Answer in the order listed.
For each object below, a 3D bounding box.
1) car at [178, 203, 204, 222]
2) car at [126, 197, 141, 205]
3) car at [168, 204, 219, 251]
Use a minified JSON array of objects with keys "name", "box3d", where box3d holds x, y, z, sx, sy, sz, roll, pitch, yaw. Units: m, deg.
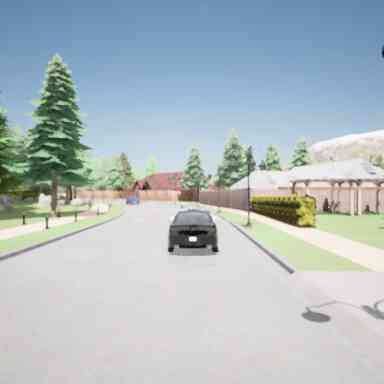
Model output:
[{"name":"car","box3d":[-0.170,1.600,27.278,1.895,1.301,4.718,0,0,-3]},{"name":"car","box3d":[-10.124,1.524,57.145,1.812,1.442,4.674,0,0,-21]},{"name":"car","box3d":[0.056,1.477,14.068,1.882,1.535,5.008,0,0,1]}]
